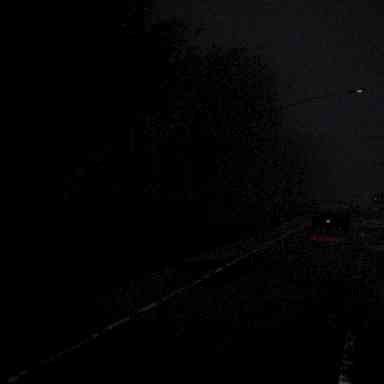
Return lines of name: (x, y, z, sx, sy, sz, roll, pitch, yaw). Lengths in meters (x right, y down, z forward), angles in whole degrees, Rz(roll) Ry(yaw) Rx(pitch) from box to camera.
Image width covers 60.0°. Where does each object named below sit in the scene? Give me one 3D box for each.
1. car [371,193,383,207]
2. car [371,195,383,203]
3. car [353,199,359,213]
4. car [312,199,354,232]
car: (26.416, 1.095, 46.434, 2.150, 2.045, 5.566, 0, 0, 28)
car: (35.994, 1.350, 64.742, 1.812, 1.442, 4.674, 0, 0, 28)
car: (16.959, 1.465, 36.066, 1.994, 1.385, 4.181, 0, 0, 28)
car: (8.507, 1.422, 20.106, 1.882, 1.535, 5.008, 0, 0, 28)
